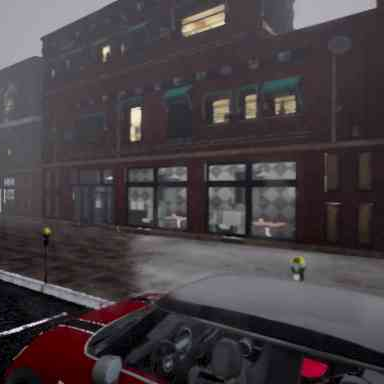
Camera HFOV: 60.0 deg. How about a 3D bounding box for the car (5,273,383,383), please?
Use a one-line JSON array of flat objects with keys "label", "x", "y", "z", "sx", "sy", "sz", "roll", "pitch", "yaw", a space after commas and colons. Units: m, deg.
[{"label": "car", "x": 0.245, "y": 1.439, "z": 2.692, "sx": 4.097, "sy": 1.590, "sz": 1.967, "roll": 0, "pitch": 0, "yaw": 36}]
